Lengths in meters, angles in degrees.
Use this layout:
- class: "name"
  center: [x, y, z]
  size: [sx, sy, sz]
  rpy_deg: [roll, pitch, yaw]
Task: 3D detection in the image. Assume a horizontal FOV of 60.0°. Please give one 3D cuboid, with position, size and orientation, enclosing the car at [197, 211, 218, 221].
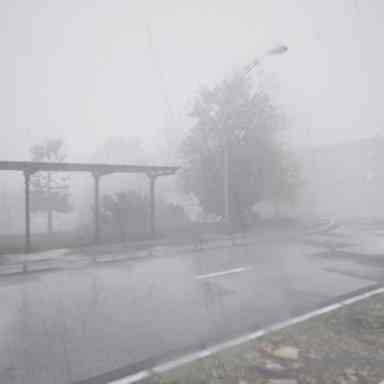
- class: "car"
  center: [2.676, 4.183, 58.729]
  size: [2.150, 2.045, 5.566]
  rpy_deg: [-1, -5, -19]

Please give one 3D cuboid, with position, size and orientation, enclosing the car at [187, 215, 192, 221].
- class: "car"
  center: [-1.219, 5.874, 73.944]
  size: [1.882, 1.535, 5.008]
  rpy_deg: [-1, -5, -8]
